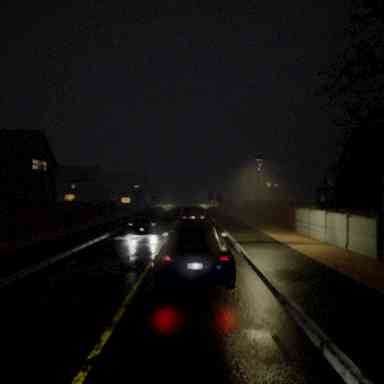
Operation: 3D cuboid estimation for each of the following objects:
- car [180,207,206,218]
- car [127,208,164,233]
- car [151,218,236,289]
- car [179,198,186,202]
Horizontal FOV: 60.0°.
[{"bbox_3d":[0.094,1.815,25.166,2.033,1.411,5.357,0,-1,0],"label":"car"},{"bbox_3d":[-2.838,1.773,21.487,2.033,1.411,5.357,0,-1,0],"label":"car"},{"bbox_3d":[0.085,1.654,9.478,1.994,1.385,4.181,0,0,0],"label":"car"},{"bbox_3d":[-2.720,2.381,94.474,1.882,1.535,5.008,0,-1,0],"label":"car"}]
